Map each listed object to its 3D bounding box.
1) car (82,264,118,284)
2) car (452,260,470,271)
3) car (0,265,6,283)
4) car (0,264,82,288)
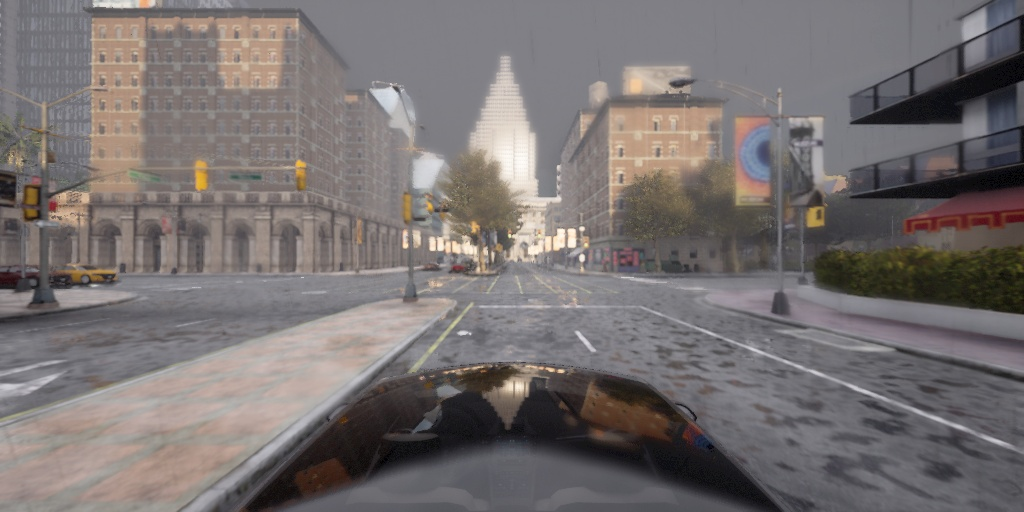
[{"bbox_3d":[-34.622,1.393,28.651,5.008,1.535,1.882,0,0,0],"label":"car"},{"bbox_3d":[-8.076,1.685,55.428,1.895,1.301,4.718,0,0,0],"label":"car"},{"bbox_3d":[-44.519,1.462,28.642,5.357,1.411,2.033,0,0,0],"label":"car"},{"bbox_3d":[-33.981,1.371,25.154,5.008,1.535,1.882,0,0,0],"label":"car"}]
